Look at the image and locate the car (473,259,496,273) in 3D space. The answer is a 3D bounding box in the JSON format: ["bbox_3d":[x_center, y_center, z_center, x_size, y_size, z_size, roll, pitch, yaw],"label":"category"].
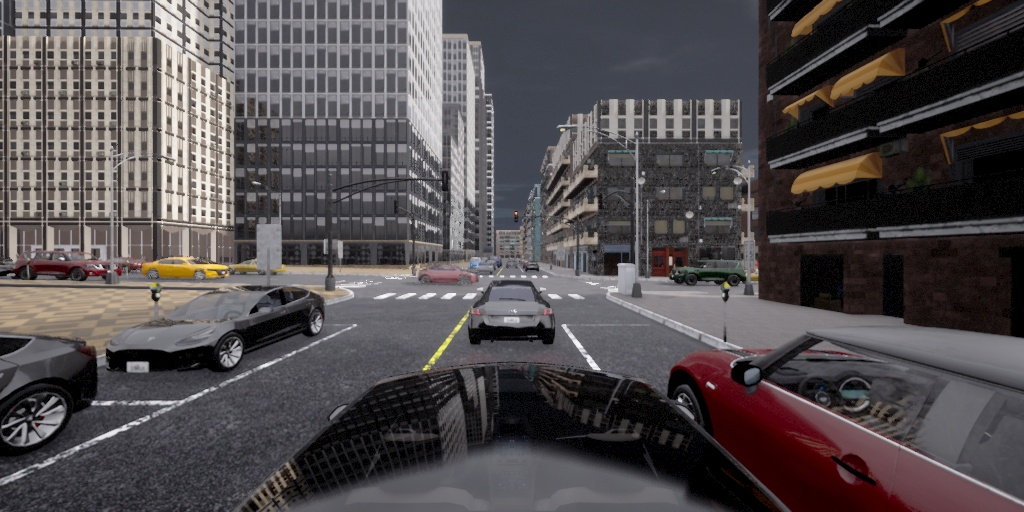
[{"bbox_3d":[-3.181,1.388,41.881,1.895,1.301,4.718,0,0,0],"label":"car"}]

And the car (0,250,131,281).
[{"bbox_3d":[-27.426,0.608,22.159,5.009,1.841,2.192,0,0,-1],"label":"car"}]

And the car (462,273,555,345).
[{"bbox_3d":[-0.011,1.320,9.566,1.994,1.385,4.181,0,0,0],"label":"car"}]

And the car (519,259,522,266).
[{"bbox_3d":[2.576,1.350,57.266,1.888,1.381,4.507,0,0,0],"label":"car"}]

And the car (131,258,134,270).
[{"bbox_3d":[-33.165,0.751,30.464,4.207,1.307,1.802,0,0,-1],"label":"car"}]

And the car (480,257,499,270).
[{"bbox_3d":[-3.198,1.303,51.870,1.837,1.490,4.892,0,0,0],"label":"car"}]

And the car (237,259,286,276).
[{"bbox_3d":[-22.102,0.905,30.700,4.829,1.417,1.751,0,0,-1],"label":"car"}]

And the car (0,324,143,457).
[{"bbox_3d":[-5.687,1.316,2.390,1.948,1.339,4.313,0,0,0],"label":"car"}]

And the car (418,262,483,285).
[{"bbox_3d":[-4.413,1.284,25.057,4.181,1.385,1.994,1,0,-1],"label":"car"}]

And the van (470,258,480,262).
[{"bbox_3d":[-5.804,1.145,57.247,1.690,1.789,3.998,0,0,0],"label":"van"}]

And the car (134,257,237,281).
[{"bbox_3d":[-22.498,0.858,24.815,5.008,1.535,1.882,1,0,-1],"label":"car"}]

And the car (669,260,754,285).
[{"bbox_3d":[15.528,1.313,28.523,5.566,2.045,2.150,1,0,-1],"label":"car"}]

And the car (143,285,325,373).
[{"bbox_3d":[-5.699,1.320,7.636,1.948,1.339,4.313,0,0,0],"label":"car"}]

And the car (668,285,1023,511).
[{"bbox_3d":[2.693,1.190,2.408,1.967,1.591,4.097,0,0,0],"label":"car"}]

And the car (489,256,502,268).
[{"bbox_3d":[-3.197,1.032,62.344,2.150,2.045,5.566,0,0,0],"label":"car"}]

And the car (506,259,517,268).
[{"bbox_3d":[-0.023,1.301,61.560,2.128,1.511,4.902,0,0,0],"label":"car"}]

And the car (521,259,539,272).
[{"bbox_3d":[2.598,1.359,47.299,1.948,1.339,4.313,0,0,0],"label":"car"}]

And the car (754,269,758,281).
[{"bbox_3d":[21.307,1.724,31.194,4.829,1.417,1.751,0,0,-1],"label":"car"}]
